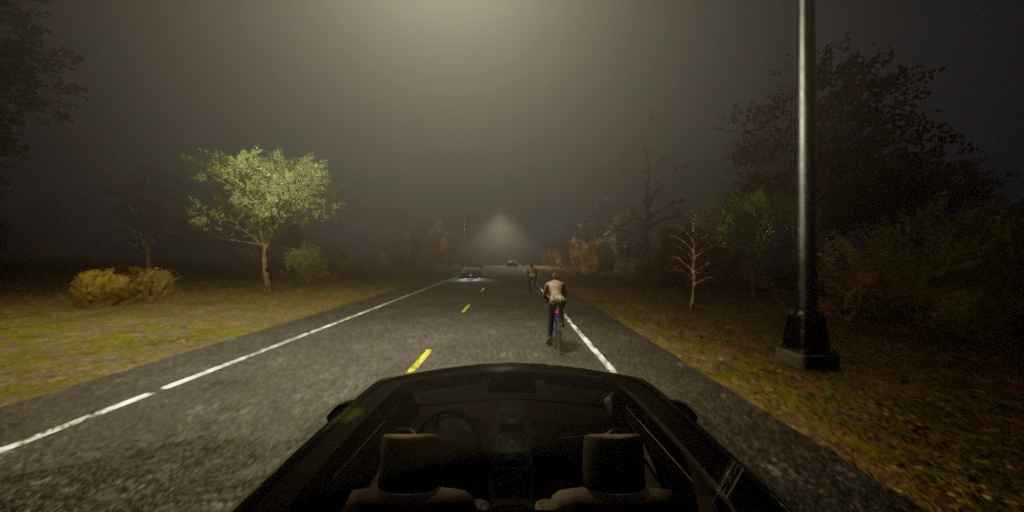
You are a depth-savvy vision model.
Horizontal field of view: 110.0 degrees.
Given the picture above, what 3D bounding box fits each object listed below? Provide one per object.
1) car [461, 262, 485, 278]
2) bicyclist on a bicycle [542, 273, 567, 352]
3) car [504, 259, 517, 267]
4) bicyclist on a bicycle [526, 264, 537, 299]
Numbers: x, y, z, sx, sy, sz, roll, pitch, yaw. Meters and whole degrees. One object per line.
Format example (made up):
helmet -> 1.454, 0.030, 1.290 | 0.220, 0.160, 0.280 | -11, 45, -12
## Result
car -> -3.598, 1.301, 33.870 | 2.033, 1.411, 5.357 | 0, 0, 0
bicyclist on a bicycle -> 0.961, 1.201, 7.972 | 0.582, 1.620, 1.656 | 0, 0, 0
car -> 0.037, 1.380, 64.120 | 1.895, 1.301, 4.718 | 0, 0, 1
bicyclist on a bicycle -> 0.961, 1.201, 17.226 | 0.582, 1.620, 1.656 | 0, 0, 0
